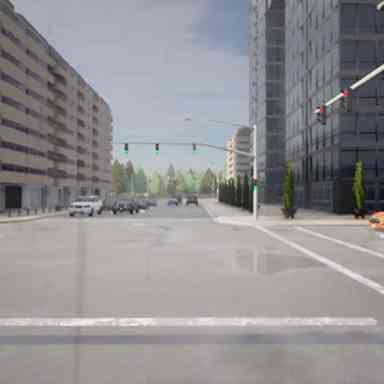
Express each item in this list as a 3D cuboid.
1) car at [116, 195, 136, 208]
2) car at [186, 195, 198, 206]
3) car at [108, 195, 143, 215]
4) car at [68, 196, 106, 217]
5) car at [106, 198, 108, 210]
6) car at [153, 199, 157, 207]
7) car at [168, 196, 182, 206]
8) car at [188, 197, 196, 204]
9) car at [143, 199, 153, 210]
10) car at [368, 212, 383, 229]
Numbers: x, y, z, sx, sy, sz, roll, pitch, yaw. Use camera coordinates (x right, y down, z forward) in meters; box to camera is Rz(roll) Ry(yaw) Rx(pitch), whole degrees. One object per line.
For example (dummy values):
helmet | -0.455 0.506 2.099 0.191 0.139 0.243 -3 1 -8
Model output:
car | -10.754 1.544 54.651 2.150 2.045 5.566 0 0 1
car | 0.042 1.596 63.494 2.150 2.045 5.566 0 0 1
car | -7.431 1.445 37.782 2.150 2.045 5.566 0 0 1
car | -10.939 1.426 34.606 2.150 2.045 5.566 0 0 -1
car | -10.881 1.615 44.449 2.097 1.767 4.553 0 0 1
car | -7.205 1.906 58.043 1.994 1.385 4.181 0 0 1
car | -3.471 1.894 62.555 1.812 1.442 4.674 0 0 1
car | 0.074 1.937 74.205 1.837 1.490 4.892 0 0 1
car | -7.340 1.831 48.024 2.033 1.411 5.357 0 0 1
car | 13.572 1.530 20.774 4.553 1.767 2.097 0 0 0
